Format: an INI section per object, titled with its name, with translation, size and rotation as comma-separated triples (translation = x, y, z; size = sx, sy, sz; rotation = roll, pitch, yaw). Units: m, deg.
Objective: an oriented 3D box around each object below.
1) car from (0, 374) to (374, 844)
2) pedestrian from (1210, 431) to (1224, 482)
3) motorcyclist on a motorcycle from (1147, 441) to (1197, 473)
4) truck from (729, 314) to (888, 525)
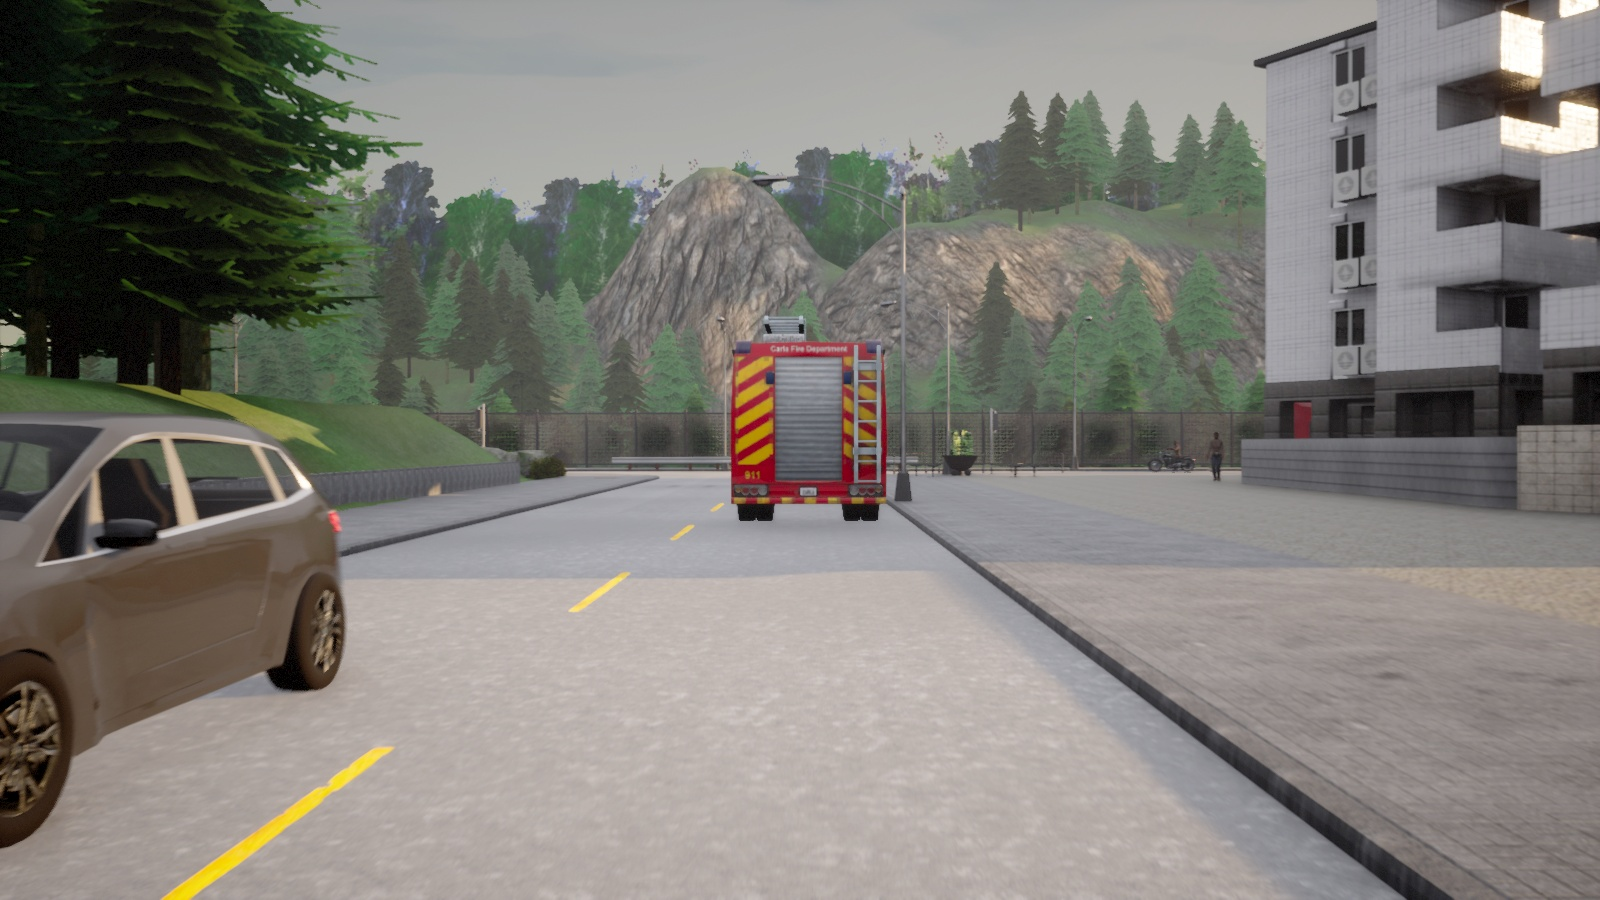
[car]
translation = -3.951, 0.554, 6.000
size = 2.242, 1.667, 4.611
rotation = 0, 0, 0
[pedestrian]
translation = 14.756, 0.218, 44.444
size = 0.328, 1.805, 0.869
rotation = 0, 0, 28
[motorcyclist on a motorcycle]
translation = 18.886, 0.353, 63.779
size = 2.350, 1.649, 0.766
rotation = 0, 0, 0
[truck]
translation = 0.173, -0.570, 27.015
size = 2.891, 3.827, 8.468
rotation = 0, 0, 0
